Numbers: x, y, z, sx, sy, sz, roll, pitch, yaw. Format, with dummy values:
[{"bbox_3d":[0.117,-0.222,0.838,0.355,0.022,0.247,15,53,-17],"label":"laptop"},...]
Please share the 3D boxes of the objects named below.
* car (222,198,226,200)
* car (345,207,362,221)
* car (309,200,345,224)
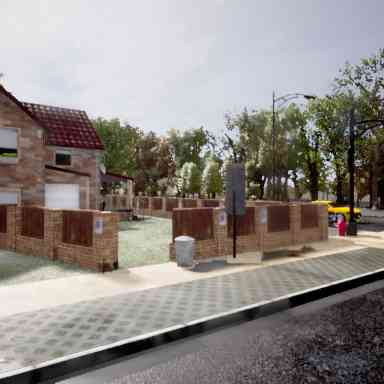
[{"bbox_3d":[4.269,1.396,33.935,2.128,1.511,4.902,0,0,-35],"label":"car"},{"bbox_3d":[10.309,1.423,25.451,1.882,1.535,5.008,0,0,-35],"label":"car"},{"bbox_3d":[7.818,1.468,23.343,1.812,1.442,4.674,0,0,-35],"label":"car"}]
